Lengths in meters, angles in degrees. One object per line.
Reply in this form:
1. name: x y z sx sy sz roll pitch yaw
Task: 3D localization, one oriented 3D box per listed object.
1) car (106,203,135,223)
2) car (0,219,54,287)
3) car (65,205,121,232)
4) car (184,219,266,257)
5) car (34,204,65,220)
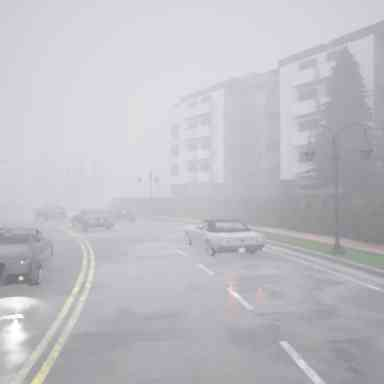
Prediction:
1. car: -6.691 1.716 28.536 2.097 1.767 4.553 0 -1 -35
2. car: -5.129 1.690 9.352 1.994 1.385 4.181 0 -1 -15
3. car: -6.910 1.841 22.781 2.033 1.411 5.357 0 -1 -31
4. car: 1.095 1.768 13.813 1.895 1.301 4.718 0 -1 -17
5. car: -13.619 1.910 31.887 2.128 1.511 4.902 0 -1 -40
